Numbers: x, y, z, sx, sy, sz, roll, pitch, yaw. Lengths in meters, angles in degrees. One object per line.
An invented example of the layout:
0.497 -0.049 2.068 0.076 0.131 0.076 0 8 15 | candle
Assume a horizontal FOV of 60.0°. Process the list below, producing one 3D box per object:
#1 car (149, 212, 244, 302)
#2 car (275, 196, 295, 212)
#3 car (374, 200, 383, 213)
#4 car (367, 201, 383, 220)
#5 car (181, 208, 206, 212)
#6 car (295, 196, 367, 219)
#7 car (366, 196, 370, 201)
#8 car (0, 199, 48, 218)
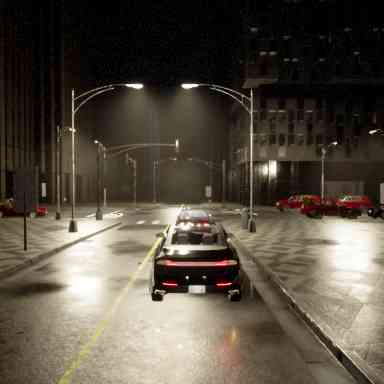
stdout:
0.086 1.490 8.253 2.128 1.511 4.902 0 0 0 | car
12.044 1.325 37.698 5.009 1.841 2.192 0 1 0 | car
23.329 1.634 37.754 4.313 1.339 1.947 0 1 0 | car
17.716 1.743 29.204 4.313 1.339 1.947 0 1 0 | car
0.071 1.550 17.963 2.033 1.411 5.357 0 0 0 | car
12.074 1.463 29.175 5.009 1.841 2.192 0 1 0 | car
17.687 1.354 37.725 5.009 1.841 2.192 0 1 0 | car
-14.967 1.566 29.050 4.507 1.381 1.887 0 1 0 | car
